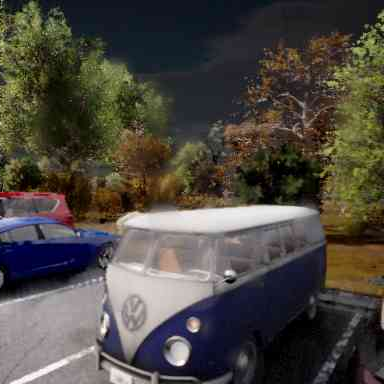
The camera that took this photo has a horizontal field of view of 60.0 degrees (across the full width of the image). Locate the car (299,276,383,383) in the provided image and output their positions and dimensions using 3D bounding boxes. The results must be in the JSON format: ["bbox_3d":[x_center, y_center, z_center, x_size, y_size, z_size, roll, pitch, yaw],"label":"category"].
[{"bbox_3d":[2.988,1.514,3.503,2.163,1.488,4.792,1,0,36],"label":"car"}]

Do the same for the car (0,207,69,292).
[{"bbox_3d":[-4.029,1.373,8.486,2.097,1.535,5.008,2,1,36],"label":"car"}]

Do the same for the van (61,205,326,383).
[{"bbox_3d":[0.605,1.233,5.026,1.878,1.987,4.442,1,0,36],"label":"van"}]

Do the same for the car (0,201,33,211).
[{"bbox_3d":[-8.642,1.256,11.761,2.163,1.488,4.792,2,1,36],"label":"car"}]
